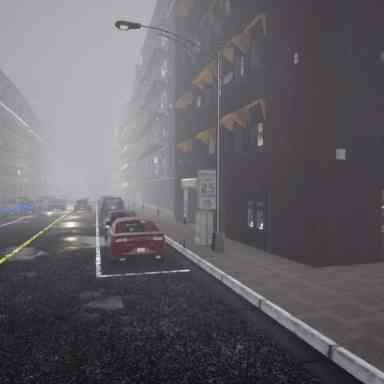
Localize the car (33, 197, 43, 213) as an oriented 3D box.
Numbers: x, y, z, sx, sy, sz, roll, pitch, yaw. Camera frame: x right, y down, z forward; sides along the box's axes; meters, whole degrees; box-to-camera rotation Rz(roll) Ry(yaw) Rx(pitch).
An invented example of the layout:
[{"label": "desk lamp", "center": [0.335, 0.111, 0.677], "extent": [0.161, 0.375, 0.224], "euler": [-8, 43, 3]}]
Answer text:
[{"label": "car", "center": [-17.869, 1.567, 36.389], "extent": [1.802, 1.307, 4.206], "euler": [-1, 0, -16]}]

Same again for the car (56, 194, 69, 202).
[{"label": "car", "center": [-28.875, 1.302, 74.479], "extent": [2.192, 1.841, 5.009], "euler": [-1, 0, -16]}]

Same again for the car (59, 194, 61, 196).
[{"label": "car", "center": [-22.615, 1.300, 52.704], "extent": [2.192, 1.841, 5.009], "euler": [-1, 0, -16]}]

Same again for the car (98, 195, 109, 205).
[{"label": "car", "center": [-16.110, 1.432, 60.440], "extent": [1.967, 1.590, 4.097], "euler": [-1, 0, -16]}]

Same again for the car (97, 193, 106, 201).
[{"label": "car", "center": [-23.949, 1.311, 87.652], "extent": [2.192, 1.841, 5.009], "euler": [-1, 0, -16]}]

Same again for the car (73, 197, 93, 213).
[{"label": "car", "center": [-12.073, 1.515, 36.932], "extent": [1.812, 1.442, 4.674], "euler": [0, 0, -16]}]

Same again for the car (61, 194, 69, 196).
[{"label": "car", "center": [-27.305, 1.537, 69.037], "extent": [2.008, 1.369, 4.403], "euler": [-1, 0, -16]}]

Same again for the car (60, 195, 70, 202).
[{"label": "car", "center": [-30.441, 1.428, 79.921], "extent": [1.967, 1.590, 4.097], "euler": [-1, 0, -16]}]

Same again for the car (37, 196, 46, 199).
[{"label": "car", "center": [-19.439, 1.567, 41.830], "extent": [1.802, 1.307, 4.206], "euler": [-1, 0, -16]}]

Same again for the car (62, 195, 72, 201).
[{"label": "car", "center": [-32.007, 1.556, 85.365], "extent": [1.947, 1.339, 4.313], "euler": [-1, 0, -16]}]

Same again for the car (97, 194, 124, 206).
[{"label": "car", "center": [-6.707, 1.308, 27.783], "extent": [2.192, 1.841, 5.009], "euler": [-1, 0, -16]}]

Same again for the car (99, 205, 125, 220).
[{"label": "car", "center": [-3.570, 1.562, 16.899], "extent": [1.947, 1.339, 4.313], "euler": [-1, 0, -16]}]

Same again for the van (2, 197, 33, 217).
[{"label": "van", "center": [-16.304, 1.327, 30.945], "extent": [1.690, 1.788, 3.998], "euler": [-1, 0, -16]}]

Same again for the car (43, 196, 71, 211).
[{"label": "car", "center": [-16.156, 1.534, 40.079], "extent": [2.033, 1.411, 5.357], "euler": [0, 0, -16]}]

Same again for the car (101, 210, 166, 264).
[{"label": "car", "center": [-2.097, 1.542, 11.785], "extent": [1.887, 1.381, 4.507], "euler": [-1, 0, -16]}]

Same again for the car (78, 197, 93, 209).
[{"label": "car", "center": [-14.978, 1.467, 46.839], "extent": [1.882, 1.535, 5.008], "euler": [0, 0, -16]}]

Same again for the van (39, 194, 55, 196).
[{"label": "van", "center": [-21.021, 1.326, 47.270], "extent": [1.690, 1.788, 3.998], "euler": [-1, 0, -16]}]
